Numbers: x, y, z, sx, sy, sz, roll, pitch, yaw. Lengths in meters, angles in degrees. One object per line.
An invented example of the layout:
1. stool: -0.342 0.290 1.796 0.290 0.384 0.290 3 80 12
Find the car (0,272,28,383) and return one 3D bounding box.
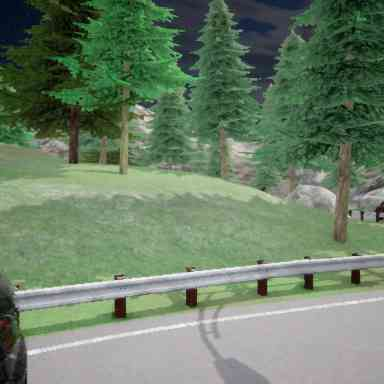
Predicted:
1. car: -3.893 1.221 1.615 5.566 2.045 2.150 0 -1 -34

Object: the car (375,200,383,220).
1. car: 16.344 1.367 25.262 2.097 1.767 4.553 0 0 -19
